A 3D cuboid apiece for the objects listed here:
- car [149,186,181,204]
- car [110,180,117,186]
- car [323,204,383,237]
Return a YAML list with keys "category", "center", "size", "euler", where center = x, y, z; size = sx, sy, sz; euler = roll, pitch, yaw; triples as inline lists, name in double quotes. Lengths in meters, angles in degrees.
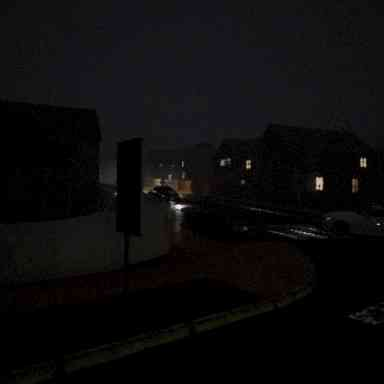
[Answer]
- category: "car"
  center: [-2.515, 0.191, 29.643]
  size: [1.812, 1.442, 4.674]
  euler: [1, 3, -23]
- category: "car"
  center: [-11.153, -1.054, 50.235]
  size: [2.128, 1.511, 4.902]
  euler: [1, 3, -22]
- category: "car"
  center: [8.075, 1.257, 14.122]
  size: [4.674, 1.442, 1.812]
  euler: [5, 7, 27]
